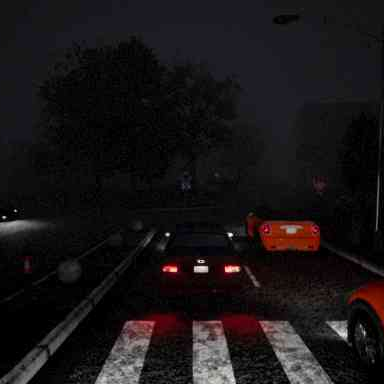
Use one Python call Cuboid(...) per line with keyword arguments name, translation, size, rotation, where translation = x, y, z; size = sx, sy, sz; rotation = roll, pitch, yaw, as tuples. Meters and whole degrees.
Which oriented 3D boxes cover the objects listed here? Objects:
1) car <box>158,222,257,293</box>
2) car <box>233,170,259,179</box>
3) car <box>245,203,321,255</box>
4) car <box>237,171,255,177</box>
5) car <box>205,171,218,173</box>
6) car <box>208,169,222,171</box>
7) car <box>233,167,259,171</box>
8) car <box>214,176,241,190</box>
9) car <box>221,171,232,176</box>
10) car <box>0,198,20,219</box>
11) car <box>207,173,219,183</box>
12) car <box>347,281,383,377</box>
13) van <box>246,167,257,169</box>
Cuboid(name="car", translation=(0.197, 1.512, 8.979), size=(2.033, 1.411, 5.357), rotation=(0, 1, 1))
Cuboid(name="car", translation=(12.941, -3.923, 80.266), size=(4.892, 1.521, 2.231), rotation=(1, 5, 10))
Cuboid(name="car", translation=(3.337, 1.224, 13.009), size=(2.097, 1.767, 4.553), rotation=(0, 2, 2))
Cuboid(name="car", translation=(14.751, -4.927, 91.054), size=(4.792, 1.488, 2.163), rotation=(1, 6, 11))
Cuboid(name="car", translation=(4.465, -3.457, 76.176), size=(2.033, 1.411, 5.357), rotation=(1, 5, 9))
Cuboid(name="car", translation=(5.950, -4.417, 85.659), size=(1.882, 1.535, 5.008), rotation=(1, 6, 10))
Cuboid(name="car", translation=(14.341, -4.946, 88.342), size=(5.566, 2.045, 2.435), rotation=(1, 6, 10))
Cuboid(name="car", translation=(5.236, -1.075, 48.746), size=(1.837, 1.490, 4.892), rotation=(-2, 4, -12))
Cuboid(name="car", translation=(7.507, -3.418, 76.270), size=(1.895, 1.301, 4.718), rotation=(1, 5, 9))
Cuboid(name="car", translation=(-12.995, 0.965, 21.007), size=(5.357, 1.411, 2.033), rotation=(3, 5, 38))
Cuboid(name="car", translation=(3.919, -2.496, 66.038), size=(1.994, 1.385, 4.181), rotation=(0, 5, 3))
Cuboid(name="car", translation=(3.161, 1.349, 2.703), size=(2.097, 1.767, 4.553), rotation=(0, 0, 0))
Cuboid(name="van", translation=(13.747, -4.665, 85.673), size=(4.442, 1.987, 1.878), rotation=(1, 5, 10))
